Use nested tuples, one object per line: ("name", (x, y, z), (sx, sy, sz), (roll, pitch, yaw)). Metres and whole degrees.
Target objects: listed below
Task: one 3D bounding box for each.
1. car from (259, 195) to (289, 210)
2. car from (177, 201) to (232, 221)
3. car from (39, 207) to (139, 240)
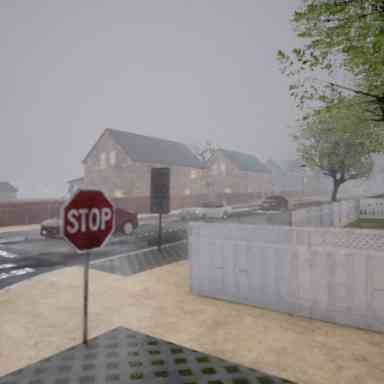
("car", (8.776, 1.102, 35.296), (1.812, 1.442, 4.674), (1, 2, 35))
("car", (0.987, 1.379, 24.299), (1.895, 1.301, 4.718), (1, 2, 35))
("car", (-4.795, 1.408, 16.108), (1.882, 1.535, 5.008), (1, 2, 35))
